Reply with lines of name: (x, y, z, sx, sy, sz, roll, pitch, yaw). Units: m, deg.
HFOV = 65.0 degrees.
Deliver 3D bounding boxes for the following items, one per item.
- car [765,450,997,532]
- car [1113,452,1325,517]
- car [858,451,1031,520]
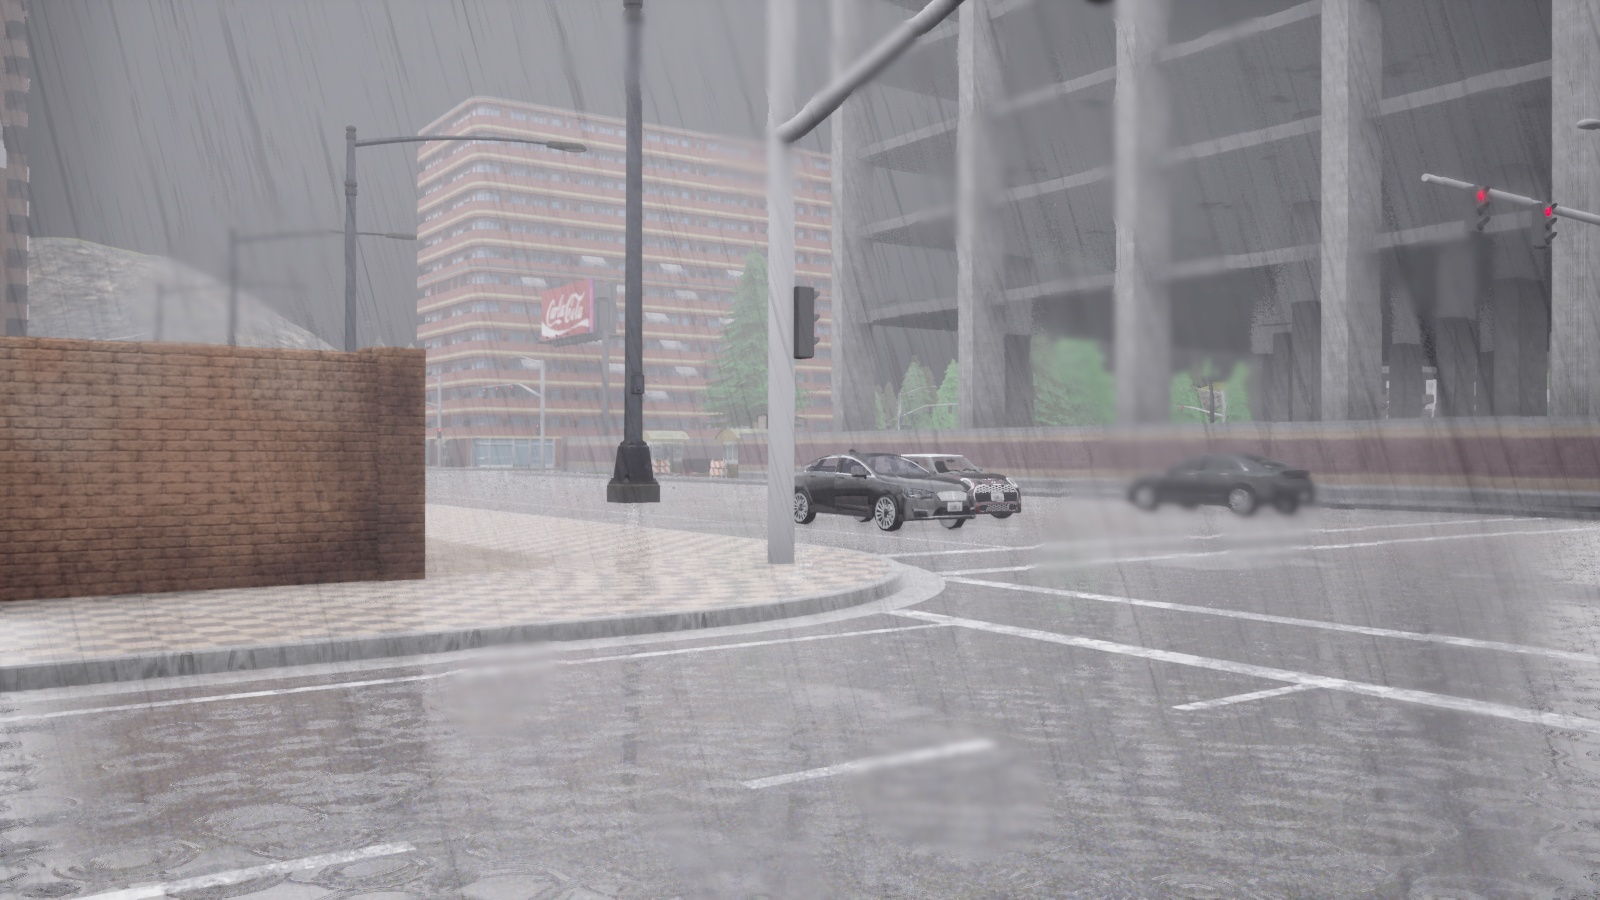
car: (1.523, 0.760, 25.587, 2.128, 1.511, 4.902, 0, 0, -34)
car: (10.329, 0.804, 31.316, 1.837, 1.490, 4.892, 0, 0, -35)
car: (3.293, 0.775, 29.197, 1.970, 1.475, 3.806, 0, 0, -34)
